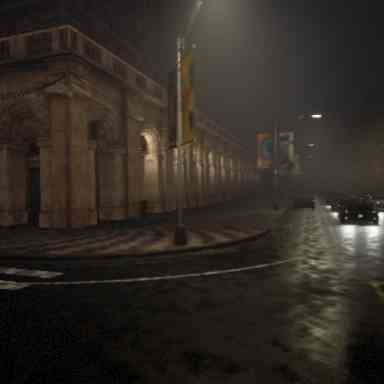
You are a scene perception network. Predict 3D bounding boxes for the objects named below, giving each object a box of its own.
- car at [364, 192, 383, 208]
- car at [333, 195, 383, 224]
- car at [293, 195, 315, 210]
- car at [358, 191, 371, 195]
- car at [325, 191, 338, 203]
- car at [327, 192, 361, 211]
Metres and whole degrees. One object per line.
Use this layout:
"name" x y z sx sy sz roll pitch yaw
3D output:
"car" 17.300 0.928 30.163 1.895 1.301 4.718 0 1 20
"car" 10.093 1.119 20.500 1.994 1.385 4.181 0 1 20
"car" 10.755 0.950 31.886 1.895 1.301 4.718 0 1 19
"car" 20.701 0.638 39.779 1.837 1.490 4.892 0 1 19
"car" 16.734 0.658 39.056 1.882 1.535 5.008 0 1 19
"car" 13.240 0.942 29.244 1.994 1.385 4.181 0 1 20
